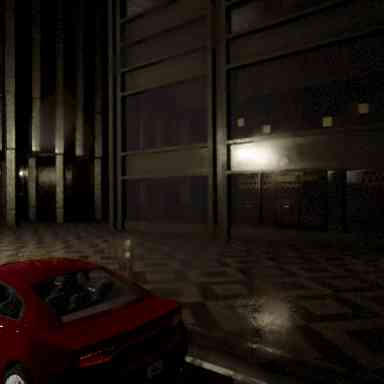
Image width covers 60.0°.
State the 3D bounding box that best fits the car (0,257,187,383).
[{"bbox_3d":[-2.168,1.584,4.508,4.507,1.381,1.887,-1,0,35],"label":"car"}]
